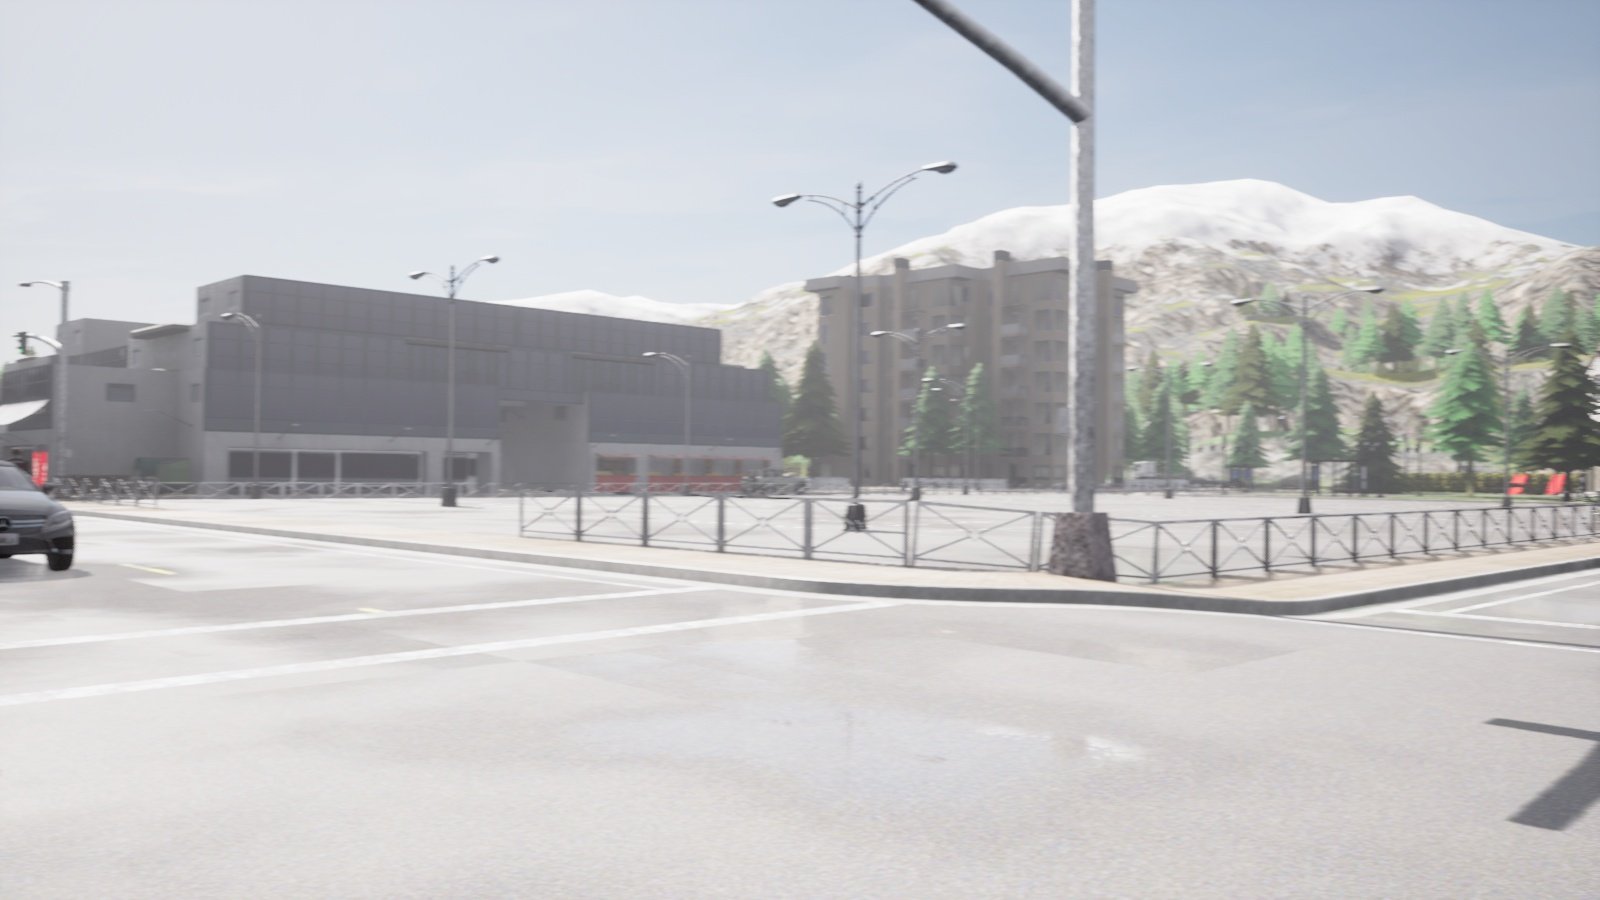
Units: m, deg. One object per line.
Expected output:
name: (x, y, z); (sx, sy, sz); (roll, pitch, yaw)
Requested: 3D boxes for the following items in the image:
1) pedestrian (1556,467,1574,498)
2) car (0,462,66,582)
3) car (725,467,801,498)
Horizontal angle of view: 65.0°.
pedestrian: (47.384, 2.004, 77.796); (0.849, 1.883, 0.563); (-1, -1, 42)
car: (-11.382, 0.880, 16.540); (4.674, 1.442, 1.812); (-1, -1, 45)
car: (-2.227, 1.957, 77.095); (1.932, 1.855, 4.605); (-1, -1, 45)
